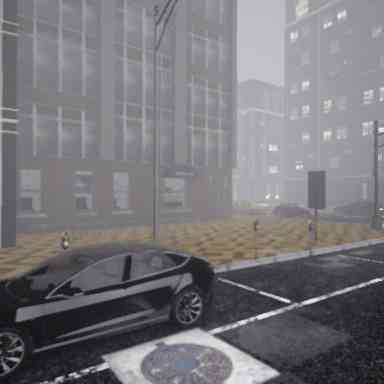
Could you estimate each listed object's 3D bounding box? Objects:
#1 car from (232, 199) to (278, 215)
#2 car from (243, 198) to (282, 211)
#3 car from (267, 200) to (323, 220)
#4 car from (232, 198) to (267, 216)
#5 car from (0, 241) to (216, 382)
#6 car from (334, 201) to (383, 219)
[{"bbox_3d":[6.448,1.470,34.480,1.812,1.442,4.674,0,0,-36],"label":"car"},{"bbox_3d":[8.640,1.490,41.329,1.752,1.417,4.829,0,0,-36],"label":"car"},{"bbox_3d":[8.528,1.527,27.102,1.802,1.307,4.206,0,0,-36],"label":"car"},{"bbox_3d":[5.328,1.460,31.567,1.752,1.417,4.829,0,0,-36],"label":"car"},{"bbox_3d":[-1.557,1.566,5.444,4.313,1.339,1.947,0,0,-35],"label":"car"},{"bbox_3d":[14.589,1.502,28.607,1.812,1.442,4.674,1,0,-35],"label":"car"}]
